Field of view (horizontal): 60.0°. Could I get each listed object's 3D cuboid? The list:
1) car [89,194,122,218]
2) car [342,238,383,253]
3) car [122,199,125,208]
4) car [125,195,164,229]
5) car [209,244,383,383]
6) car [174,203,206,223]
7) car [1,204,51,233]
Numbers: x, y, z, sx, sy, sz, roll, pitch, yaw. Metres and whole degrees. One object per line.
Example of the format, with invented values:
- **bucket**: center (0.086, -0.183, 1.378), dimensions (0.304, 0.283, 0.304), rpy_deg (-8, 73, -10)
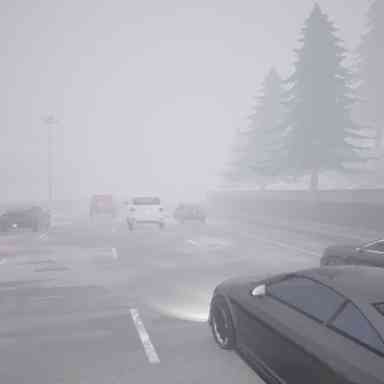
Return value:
- **car**: center (-8.067, 1.218, 30.806), dimensions (2.150, 2.045, 5.566), rpy_deg (0, 0, -7)
- **car**: center (4.589, 1.491, 6.374), dimensions (2.128, 1.511, 4.902), rpy_deg (0, 0, -19)
- **car**: center (-9.009, 1.547, 42.553), dimensions (2.033, 1.411, 5.357), rpy_deg (0, 0, -2)
- **car**: center (-3.138, 1.220, 21.895), dimensions (2.150, 2.045, 5.566), rpy_deg (0, 0, -12)
- **car**: center (1.740, 1.563, 3.908), dimensions (1.994, 1.385, 4.181), rpy_deg (0, 0, -19)
- **car**: center (-0.248, 1.547, 25.472), dimensions (2.033, 1.411, 5.357), rpy_deg (0, 0, -10)
- **car**: center (-9.827, 1.505, 19.961), dimensions (1.837, 1.490, 4.892), rpy_deg (0, 0, -12)
